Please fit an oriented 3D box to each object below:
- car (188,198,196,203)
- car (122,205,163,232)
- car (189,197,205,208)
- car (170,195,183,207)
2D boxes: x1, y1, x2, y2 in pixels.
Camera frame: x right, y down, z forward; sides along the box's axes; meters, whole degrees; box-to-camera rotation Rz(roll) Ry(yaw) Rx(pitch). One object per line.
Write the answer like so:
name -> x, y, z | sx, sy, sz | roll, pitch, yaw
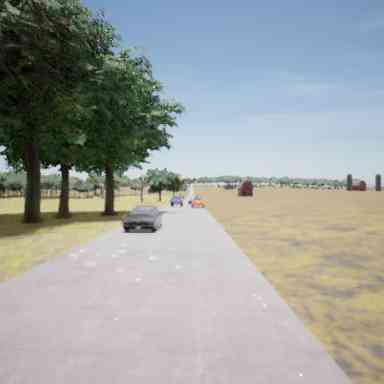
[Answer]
car -> 0.031, 2.335, 91.654 | 2.033, 1.411, 5.357 | 0, -1, 0
car -> -2.842, 1.525, 20.209 | 2.033, 1.411, 5.357 | 0, 0, 0
car -> 0.981, 1.679, 55.062 | 2.097, 1.767, 4.553 | 0, -1, 0
car -> -2.763, 1.635, 60.915 | 2.150, 2.045, 5.566 | 0, -1, 1
